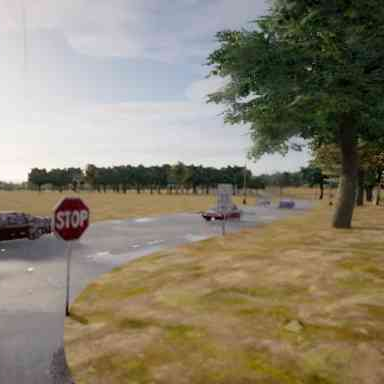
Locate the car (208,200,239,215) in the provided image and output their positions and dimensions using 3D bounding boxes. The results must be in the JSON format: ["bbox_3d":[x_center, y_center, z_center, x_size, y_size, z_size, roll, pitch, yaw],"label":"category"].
[{"bbox_3d":[3.647,1.704,37.712,1.994,1.385,4.181,2,1,27],"label":"car"}]

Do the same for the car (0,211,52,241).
[{"bbox_3d":[-8.820,1.585,14.984,2.033,1.411,5.357,3,2,30],"label":"car"}]

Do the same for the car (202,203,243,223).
[{"bbox_3d":[2.688,1.799,27.952,1.895,1.301,4.718,2,1,28],"label":"car"}]

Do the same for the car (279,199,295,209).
[{"bbox_3d":[15.020,1.853,52.447,1.882,1.535,5.008,2,1,25],"label":"car"}]

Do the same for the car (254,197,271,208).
[{"bbox_3d":[11.302,1.561,52.900,1.837,1.490,4.892,2,1,25],"label":"car"}]
